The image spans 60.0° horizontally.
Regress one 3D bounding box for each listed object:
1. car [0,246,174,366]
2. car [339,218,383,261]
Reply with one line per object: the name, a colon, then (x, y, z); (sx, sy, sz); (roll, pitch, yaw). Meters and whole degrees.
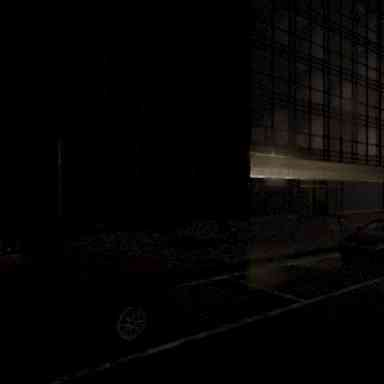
car: (-2.409, 1.545, 4.814); (4.507, 1.381, 1.887); (0, 0, -35)
car: (6.774, 1.574, 11.362); (4.206, 1.307, 1.802); (0, 0, -35)
